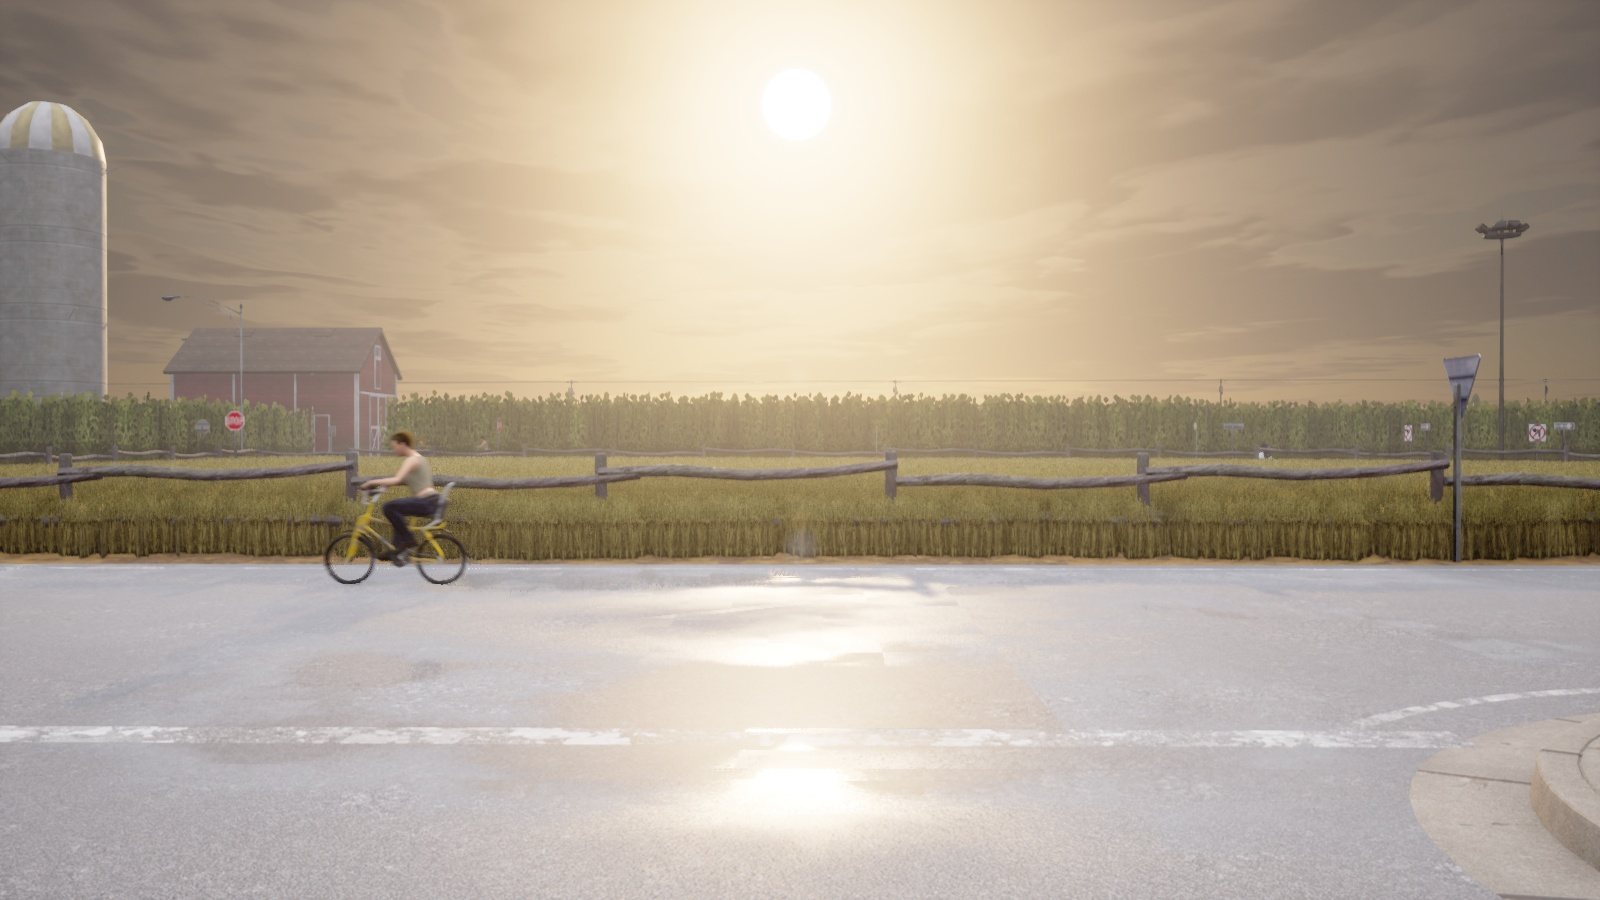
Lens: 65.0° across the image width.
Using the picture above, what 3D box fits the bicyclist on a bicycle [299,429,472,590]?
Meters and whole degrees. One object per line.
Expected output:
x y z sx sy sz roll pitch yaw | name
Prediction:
-4.279 0.597 13.050 1.509 1.612 0.866 0 0 1 | bicyclist on a bicycle
